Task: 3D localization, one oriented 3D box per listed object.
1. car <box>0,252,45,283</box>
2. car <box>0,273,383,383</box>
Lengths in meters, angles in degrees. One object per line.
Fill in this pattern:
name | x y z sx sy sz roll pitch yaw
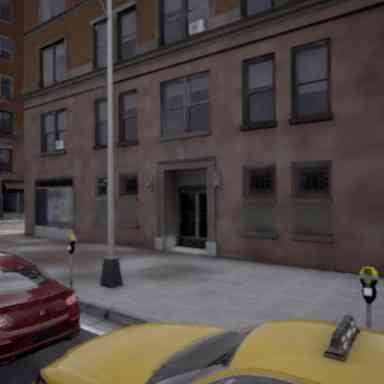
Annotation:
car | -3.514 1.638 5.323 4.206 1.307 1.802 -1 0 36
car | 0.751 1.531 2.276 4.829 1.417 1.752 -1 0 36
